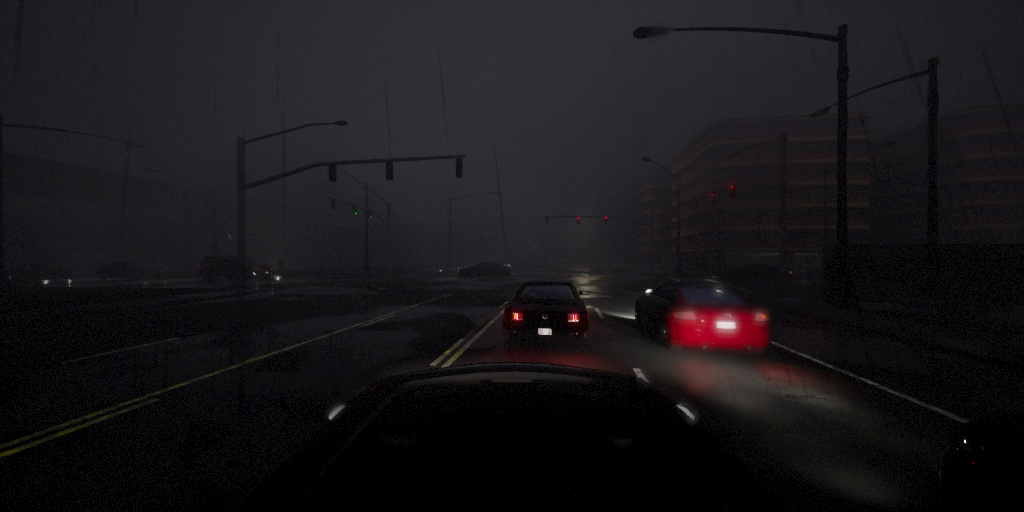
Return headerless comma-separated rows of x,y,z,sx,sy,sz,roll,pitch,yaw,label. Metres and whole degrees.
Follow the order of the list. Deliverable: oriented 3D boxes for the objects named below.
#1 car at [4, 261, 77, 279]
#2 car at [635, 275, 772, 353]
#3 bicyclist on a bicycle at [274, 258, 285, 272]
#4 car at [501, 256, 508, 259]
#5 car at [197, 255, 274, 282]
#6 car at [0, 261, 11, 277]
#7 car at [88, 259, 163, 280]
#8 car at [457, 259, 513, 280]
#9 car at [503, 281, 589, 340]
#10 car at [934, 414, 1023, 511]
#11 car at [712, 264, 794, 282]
-41.781,1.351,31.718,4.718,1.301,1.895,0,0,12,car
4.421,1.314,8.959,1.994,1.385,4.181,0,0,7,car
-26.326,1.053,40.697,0.582,1.620,1.656,0,0,7,bicyclist on a bicycle
-2.398,1.064,58.619,1.895,1.301,4.718,0,1,8,car
-22.449,0.971,29.178,5.566,2.045,2.150,0,0,7,car
-51.086,1.276,35.417,4.674,1.442,1.812,0,0,35,car
-32.377,1.228,30.372,5.008,1.535,1.882,0,0,7,car
-2.343,1.240,30.547,4.674,1.442,1.812,0,0,7,car
1.019,1.351,9.967,1.895,1.301,4.718,0,0,8,car
3.640,1.242,0.248,2.128,1.511,4.902,0,0,1,car
18.729,1.297,28.122,5.357,1.411,2.033,0,0,8,car
